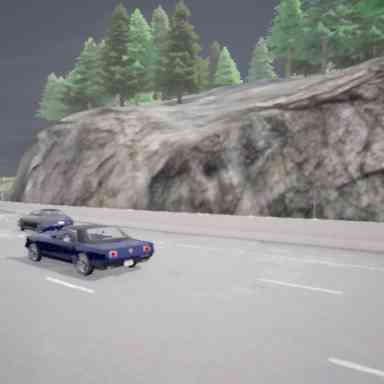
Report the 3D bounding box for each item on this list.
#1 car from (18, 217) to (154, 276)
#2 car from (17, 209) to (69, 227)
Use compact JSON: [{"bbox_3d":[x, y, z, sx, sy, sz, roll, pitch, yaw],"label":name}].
[{"bbox_3d":[-3.487,1.694,10.705,4.718,1.301,1.895,0,-1,39],"label":"car"},{"bbox_3d":[-8.904,1.716,20.185,4.181,1.385,1.994,0,-1,42],"label":"car"}]
